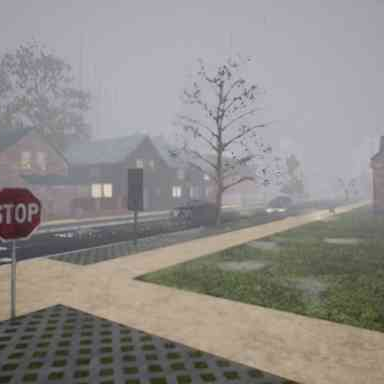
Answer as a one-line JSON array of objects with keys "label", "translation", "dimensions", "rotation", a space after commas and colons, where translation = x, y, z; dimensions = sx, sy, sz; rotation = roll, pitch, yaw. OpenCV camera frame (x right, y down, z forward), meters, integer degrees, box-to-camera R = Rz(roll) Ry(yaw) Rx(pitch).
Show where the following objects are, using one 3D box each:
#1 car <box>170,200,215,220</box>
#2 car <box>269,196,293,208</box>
[{"label": "car", "translation": [0.154, 1.374, 26.751], "dimensions": [2.128, 1.511, 4.902], "rotation": [1, 1, 34]}, {"label": "car", "translation": [11.804, 1.254, 44.148], "dimensions": [1.882, 1.535, 5.008], "rotation": [1, 0, 34]}]
